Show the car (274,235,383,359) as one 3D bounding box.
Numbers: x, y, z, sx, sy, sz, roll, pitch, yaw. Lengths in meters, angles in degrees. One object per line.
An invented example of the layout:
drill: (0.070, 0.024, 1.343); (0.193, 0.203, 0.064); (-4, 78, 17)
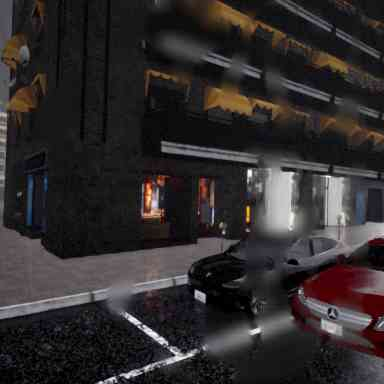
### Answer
car: (3.735, 1.530, 5.737); (4.674, 1.442, 1.812); (0, 0, -35)

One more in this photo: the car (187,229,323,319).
car: (1.934, 1.570, 7.448); (4.313, 1.339, 1.947); (0, 2, -35)
